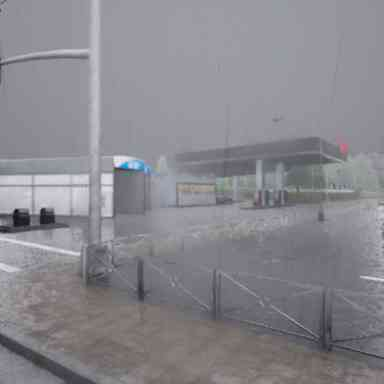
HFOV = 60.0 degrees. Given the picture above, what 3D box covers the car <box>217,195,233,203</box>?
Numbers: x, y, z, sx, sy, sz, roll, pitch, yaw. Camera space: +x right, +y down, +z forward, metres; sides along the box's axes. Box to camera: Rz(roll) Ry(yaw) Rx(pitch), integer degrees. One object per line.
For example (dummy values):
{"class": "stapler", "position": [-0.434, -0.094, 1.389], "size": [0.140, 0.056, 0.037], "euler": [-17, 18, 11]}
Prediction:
{"class": "car", "position": [5.994, 1.397, 63.830], "size": [2.242, 1.667, 4.611], "euler": [0, 0, 36]}
